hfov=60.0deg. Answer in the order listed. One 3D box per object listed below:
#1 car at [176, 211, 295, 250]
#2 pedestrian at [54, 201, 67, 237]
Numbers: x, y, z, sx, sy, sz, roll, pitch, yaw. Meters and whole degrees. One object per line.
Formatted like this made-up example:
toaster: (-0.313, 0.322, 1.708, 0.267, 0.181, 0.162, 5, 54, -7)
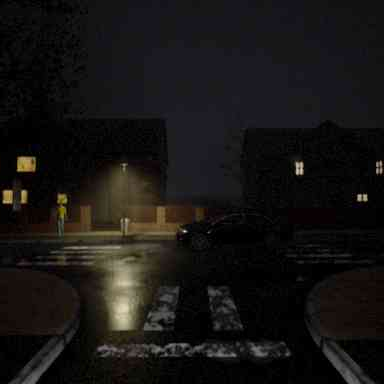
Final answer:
car: (1.796, 1.564, 14.013, 4.902, 1.511, 2.128, -1, -1, 1)
pedestrian: (-6.721, 1.366, 17.042, 0.375, 1.860, 0.375, 0, -1, 1)
